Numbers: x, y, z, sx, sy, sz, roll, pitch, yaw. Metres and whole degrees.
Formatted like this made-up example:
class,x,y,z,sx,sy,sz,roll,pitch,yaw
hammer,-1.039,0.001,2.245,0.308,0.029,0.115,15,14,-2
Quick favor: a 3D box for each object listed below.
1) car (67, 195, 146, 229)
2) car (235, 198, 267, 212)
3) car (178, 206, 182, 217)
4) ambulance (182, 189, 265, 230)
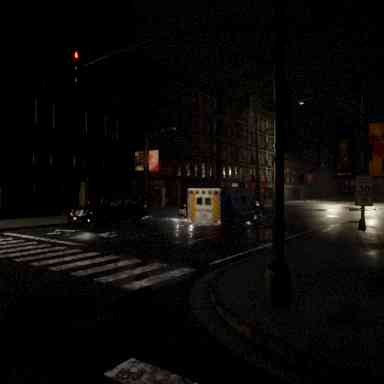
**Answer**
class,x,y,z,sx,sy,sz,roll,pitch,yaw
car,-5.390,1.205,21.923,2.150,2.045,5.566,0,0,33
car,7.064,1.477,39.425,1.837,1.490,4.892,0,0,35
car,0.657,1.483,30.406,1.837,1.490,4.892,0,0,35
ambulance,2.343,1.030,21.369,2.351,2.431,6.366,0,0,35
